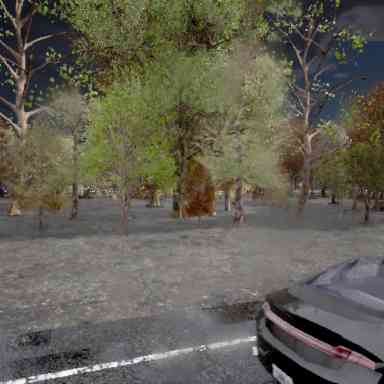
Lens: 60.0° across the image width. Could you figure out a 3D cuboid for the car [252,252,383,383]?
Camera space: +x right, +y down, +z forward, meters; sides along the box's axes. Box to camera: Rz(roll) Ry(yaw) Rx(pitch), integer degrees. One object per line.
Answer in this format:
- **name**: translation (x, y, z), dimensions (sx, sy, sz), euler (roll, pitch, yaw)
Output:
- **car**: translation (3.095, 1.492, 3.944), dimensions (4.902, 1.511, 2.128), euler (0, 0, -21)
